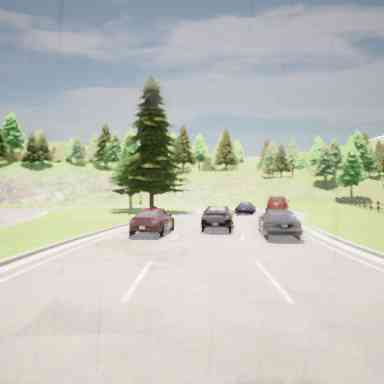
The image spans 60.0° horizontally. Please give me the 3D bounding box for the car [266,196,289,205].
[{"bbox_3d":[9.308,1.441,36.233,2.150,2.045,5.566,0,0,16],"label":"car"}]

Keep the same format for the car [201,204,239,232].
[{"bbox_3d":[1.715,1.613,21.183,2.128,1.511,4.902,0,0,9],"label":"car"}]

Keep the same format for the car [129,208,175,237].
[{"bbox_3d":[-2.189,1.627,18.830,1.812,1.442,4.674,0,0,7],"label":"car"}]

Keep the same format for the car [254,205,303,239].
[{"bbox_3d":[4.689,1.658,18.066,2.033,1.411,5.357,0,0,8],"label":"car"}]

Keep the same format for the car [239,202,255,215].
[{"bbox_3d":[6.107,1.787,37.702,1.994,1.385,4.181,0,0,15],"label":"car"}]
